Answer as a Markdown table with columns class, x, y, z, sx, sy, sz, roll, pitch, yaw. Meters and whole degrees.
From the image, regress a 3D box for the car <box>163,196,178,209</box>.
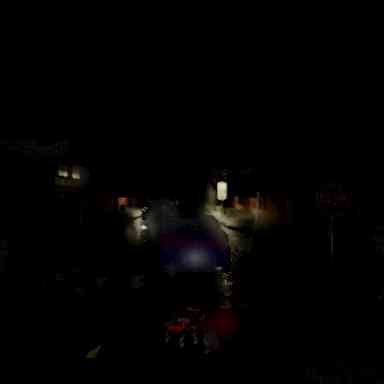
| class | x | y | z | sx | sy | sz | roll | pitch | yaw |
| --- | --- | --- | --- | --- | --- | --- | --- | --- | --- |
| car | -3.016 | 1.425 | 47.564 | 2.097 | 1.767 | 4.553 | 0 | 0 | -2 |

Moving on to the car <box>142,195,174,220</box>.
| class | x | y | z | sx | sy | sz | roll | pitch | yaw |
| --- | --- | --- | --- | --- | --- | --- | --- | --- | --- |
| car | -2.852 | 1.338 | 27.579 | 2.097 | 1.767 | 4.553 | 0 | 0 | 0 |

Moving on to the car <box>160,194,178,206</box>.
| class | x | y | z | sx | sy | sz | roll | pitch | yaw |
| --- | --- | --- | --- | --- | --- | --- | --- | --- | --- |
| car | -2.866 | 1.238 | 37.389 | 2.150 | 2.045 | 5.566 | 0 | 0 | 0 |

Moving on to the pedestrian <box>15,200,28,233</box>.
| class | x | y | z | sx | sy | sz | roll | pitch | yaw |
| --- | --- | --- | --- | --- | --- | --- | --- | --- | --- |
| pedestrian | -9.672 | 1.362 | 18.740 | 0.375 | 1.860 | 0.375 | 0 | -1 | 1 |

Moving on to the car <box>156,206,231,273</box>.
| class | x | y | z | sx | sy | sz | roll | pitch | yaw |
| --- | --- | --- | --- | --- | --- | --- | --- | --- | --- |
| car | 0.089 | 1.449 | 10.683 | 1.882 | 1.535 | 5.008 | 0 | 1 | 0 |
